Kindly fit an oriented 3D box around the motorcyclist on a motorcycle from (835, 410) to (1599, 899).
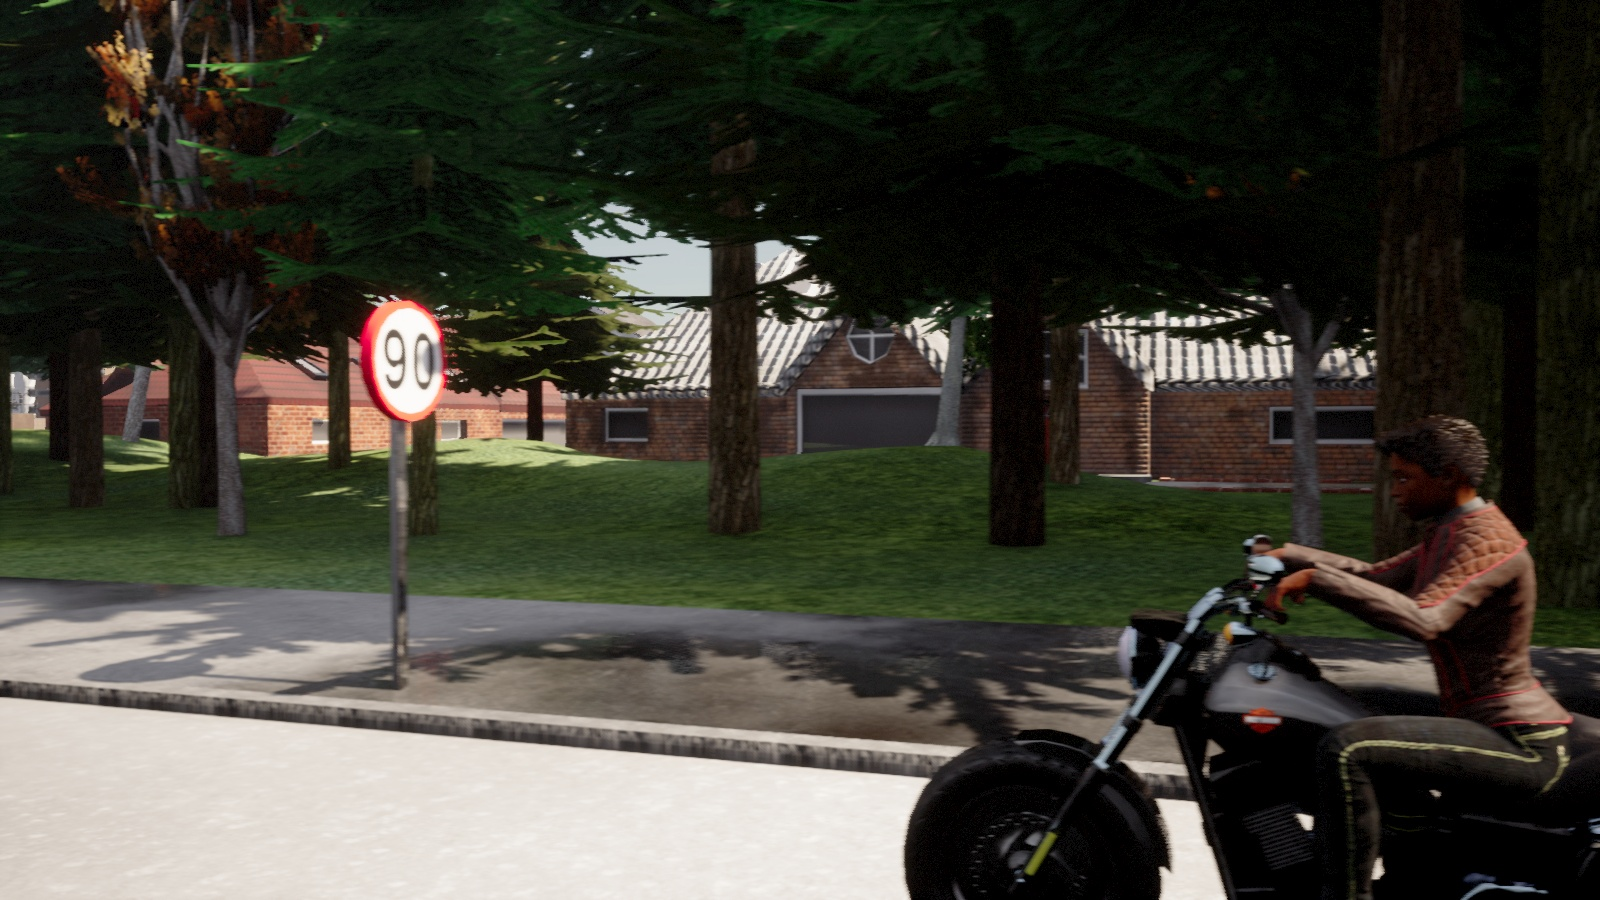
[{"bbox_3d":[1.329,0.730,3.272,2.350,1.649,0.766,0,1,19],"label":"motorcyclist on a motorcycle"}]
